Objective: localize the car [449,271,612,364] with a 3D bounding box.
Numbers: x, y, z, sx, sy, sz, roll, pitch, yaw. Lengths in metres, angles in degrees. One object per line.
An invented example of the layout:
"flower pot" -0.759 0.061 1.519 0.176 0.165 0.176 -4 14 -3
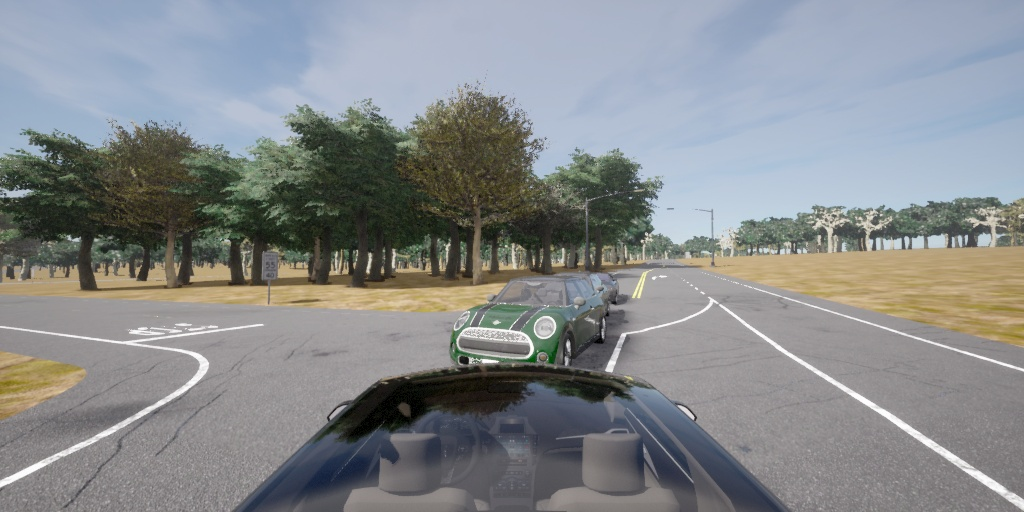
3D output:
"car" 0.624 1.218 7.776 2.097 1.767 4.553 -1 -2 26

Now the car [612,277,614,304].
"car" 2.032 1.344 12.088 2.097 1.767 4.553 -1 -1 21

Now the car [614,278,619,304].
"car" 4.229 1.509 17.814 1.994 1.385 4.181 -1 0 19
